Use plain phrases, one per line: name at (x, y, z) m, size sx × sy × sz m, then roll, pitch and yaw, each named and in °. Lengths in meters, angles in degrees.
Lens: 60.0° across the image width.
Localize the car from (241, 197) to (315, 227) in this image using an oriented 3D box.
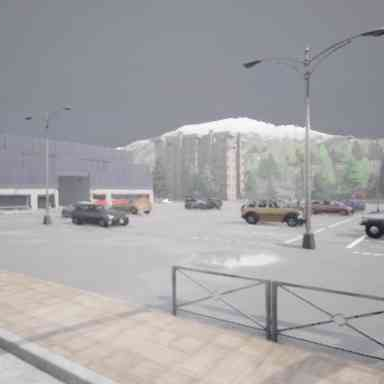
car at (5.705, 1.363, 23.006) m, size 4.605 × 1.855 × 1.932 m, roll -1°, pitch 0°, yaw 35°

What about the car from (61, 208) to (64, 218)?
car at (-10.104, 1.648, 30.204) m, size 3.806 × 1.475 × 1.970 m, roll -1°, pitch 0°, yaw 35°

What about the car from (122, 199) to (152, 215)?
car at (-6.655, 1.572, 35.625) m, size 5.027 × 1.636 × 2.152 m, roll -1°, pitch 0°, yaw 35°

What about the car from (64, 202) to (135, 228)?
car at (-6.475, 1.652, 23.137) m, size 4.514 × 1.523 × 2.007 m, roll -1°, pitch 0°, yaw 35°

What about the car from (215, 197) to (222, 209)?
car at (2.094, 1.518, 48.668) m, size 4.605 × 1.855 × 1.932 m, roll -1°, pitch 0°, yaw 35°

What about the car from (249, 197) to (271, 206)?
car at (12.961, 1.793, 63.743) m, size 3.633 × 1.501 × 1.845 m, roll -1°, pitch 0°, yaw 35°

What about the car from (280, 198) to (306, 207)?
car at (17.289, 1.738, 57.019) m, size 3.806 × 1.475 × 1.970 m, roll -1°, pitch 0°, yaw 35°

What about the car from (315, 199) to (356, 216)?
car at (13.495, 1.557, 32.753) m, size 4.514 × 1.523 × 2.007 m, roll -1°, pitch 0°, yaw 35°

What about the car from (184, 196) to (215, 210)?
car at (0.748, 1.495, 46.060) m, size 3.866 × 1.878 × 1.905 m, roll -1°, pitch 0°, yaw 35°

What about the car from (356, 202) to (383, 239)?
car at (10.219, 1.274, 15.773) m, size 3.866 × 1.878 × 1.905 m, roll -1°, pitch 0°, yaw 35°

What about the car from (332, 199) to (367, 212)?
car at (19.312, 1.578, 40.878) m, size 3.633 × 1.501 × 1.845 m, roll -1°, pitch 0°, yaw 35°
